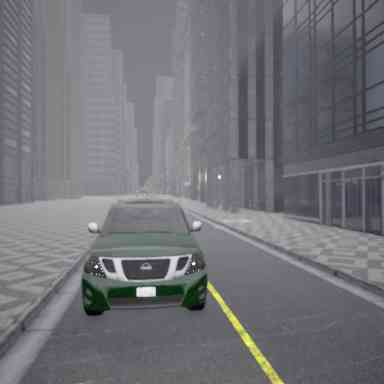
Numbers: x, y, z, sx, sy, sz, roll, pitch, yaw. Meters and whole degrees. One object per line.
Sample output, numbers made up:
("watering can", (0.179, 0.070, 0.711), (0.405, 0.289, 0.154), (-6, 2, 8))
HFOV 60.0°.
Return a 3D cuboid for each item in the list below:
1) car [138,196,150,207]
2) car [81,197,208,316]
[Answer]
("car", (-7.486, 1.440, 51.970), (1.812, 1.442, 4.674), (0, 0, -8))
("car", (-1.093, 1.207, 7.947), (2.150, 2.045, 5.566), (0, 0, -8))
